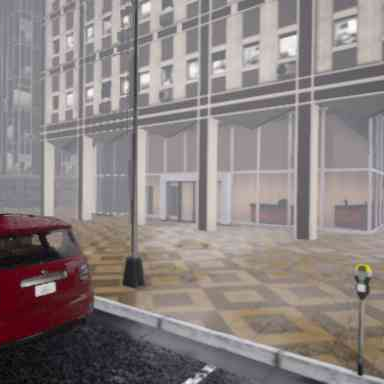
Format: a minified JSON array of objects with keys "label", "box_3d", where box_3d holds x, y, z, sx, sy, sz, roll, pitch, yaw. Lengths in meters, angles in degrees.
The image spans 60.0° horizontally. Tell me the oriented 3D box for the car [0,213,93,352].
[{"label":"car","box_3d":[-3.779,1.294,5.585,5.009,1.841,2.192,0,1,36]}]
